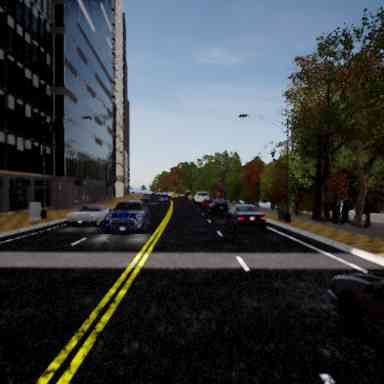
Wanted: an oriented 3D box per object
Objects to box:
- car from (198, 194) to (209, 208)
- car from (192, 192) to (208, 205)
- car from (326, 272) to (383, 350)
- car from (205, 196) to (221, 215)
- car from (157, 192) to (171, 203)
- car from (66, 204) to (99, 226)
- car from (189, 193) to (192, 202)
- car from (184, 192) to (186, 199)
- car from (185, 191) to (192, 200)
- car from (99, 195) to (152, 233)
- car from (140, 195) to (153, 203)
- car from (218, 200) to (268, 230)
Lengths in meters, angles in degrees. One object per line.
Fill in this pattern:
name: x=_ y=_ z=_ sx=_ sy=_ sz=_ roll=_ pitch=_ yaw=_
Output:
car: x=2.204 y=1.380 z=43.771 sx=1.994 sy=1.385 sz=4.181 roll=0 pitch=0 yaw=-3
car: x=1.619 y=0.987 z=54.840 sx=2.150 sy=2.045 sz=5.566 roll=0 pitch=0 yaw=-3
car: x=3.332 y=1.532 z=3.494 sx=2.033 sy=1.411 sz=5.357 roll=0 pitch=0 yaw=0
car: x=2.660 y=1.429 z=32.723 sx=1.994 sy=1.385 sz=4.181 roll=0 pitch=0 yaw=-2
car: x=-5.316 y=1.267 z=60.912 sx=1.812 sy=1.442 sz=4.674 roll=0 pitch=0 yaw=-3
car: x=-6.900 y=1.514 z=22.569 sx=1.895 sy=1.301 sz=4.718 roll=0 pitch=0 yaw=-1
car: x=0.907 y=1.313 z=65.875 sx=1.895 sy=1.301 sz=4.718 roll=0 pitch=0 yaw=-4
car: x=-0.904 y=0.823 z=87.912 sx=2.150 sy=2.045 sz=5.566 roll=0 pitch=0 yaw=-5
car: x=0.053 y=1.113 z=77.059 sx=1.801 sy=1.575 sz=5.366 roll=0 pitch=0 yaw=-5
car: x=-3.576 y=1.277 z=19.166 sx=2.097 sy=1.767 sz=4.553 roll=0 pitch=0 yaw=-1
car: x=-8.766 y=1.275 z=64.375 sx=2.033 sy=1.411 sz=5.357 roll=0 pitch=0 yaw=-4
car: x=3.118 y=1.463 z=20.316 sx=2.033 sy=1.411 sz=5.357 roll=0 pitch=0 yaw=-3
